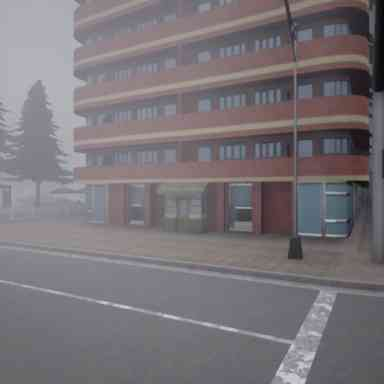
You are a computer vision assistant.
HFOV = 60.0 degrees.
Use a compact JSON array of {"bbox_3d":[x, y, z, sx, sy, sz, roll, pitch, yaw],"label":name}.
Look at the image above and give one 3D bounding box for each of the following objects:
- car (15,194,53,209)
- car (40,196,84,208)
[{"bbox_3d":[-21.653,1.439,45.505,1.837,1.490,4.892,0,0,30],"label":"car"},{"bbox_3d":[-15.889,1.484,41.289,2.033,1.411,5.357,0,0,29],"label":"car"}]
